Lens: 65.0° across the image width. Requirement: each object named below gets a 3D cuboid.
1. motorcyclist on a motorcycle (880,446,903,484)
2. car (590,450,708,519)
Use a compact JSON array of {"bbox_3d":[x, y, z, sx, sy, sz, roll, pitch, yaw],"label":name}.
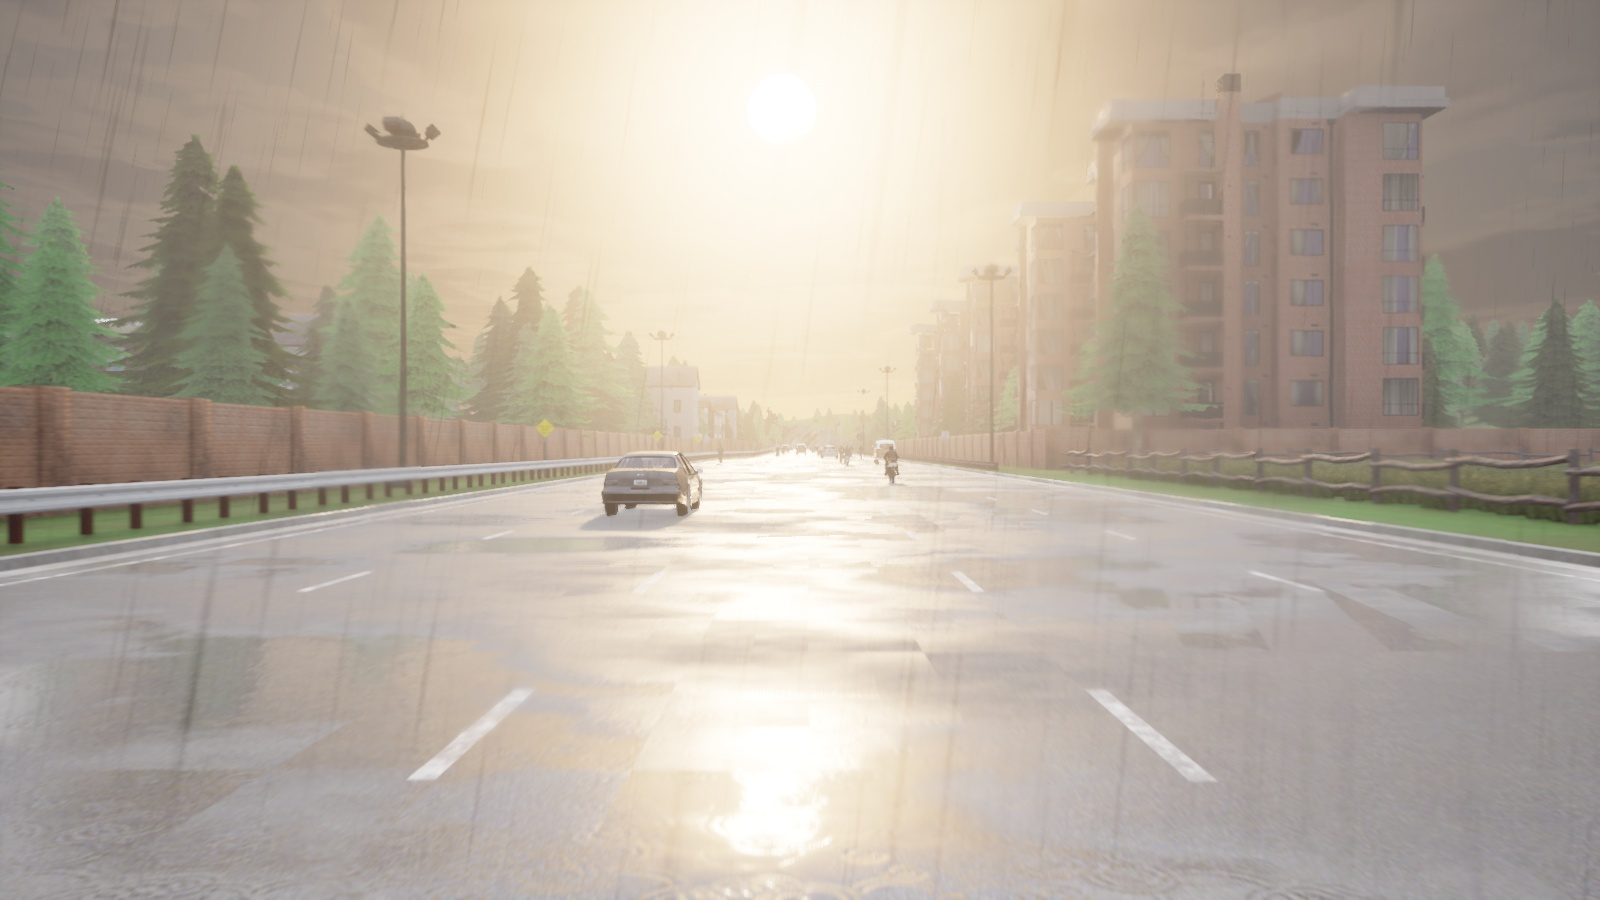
[{"bbox_3d":[3.719,0.593,51.003,0.797,1.523,2.044,0,0,0],"label":"motorcyclist on a motorcycle"},{"bbox_3d":[-3.320,0.713,28.716,2.033,1.411,5.357,0,0,0],"label":"car"}]
